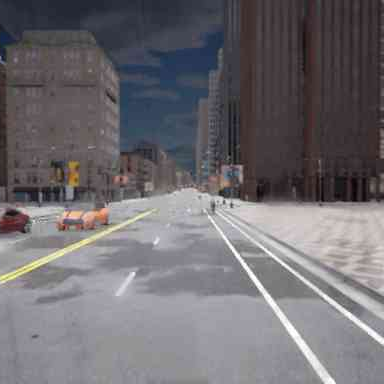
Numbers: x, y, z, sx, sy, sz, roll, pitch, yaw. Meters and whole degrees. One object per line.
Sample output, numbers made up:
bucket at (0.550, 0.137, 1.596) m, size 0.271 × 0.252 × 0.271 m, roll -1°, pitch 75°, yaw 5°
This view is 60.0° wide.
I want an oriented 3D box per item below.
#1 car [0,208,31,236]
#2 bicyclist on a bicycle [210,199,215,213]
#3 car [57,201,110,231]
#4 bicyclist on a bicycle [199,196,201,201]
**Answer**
car at (-9.851, 1.557, 16.790) m, size 1.812 × 1.442 × 4.674 m, roll 0°, pitch 0°, yaw 0°
bicyclist on a bicycle at (2.246, 1.547, 35.746) m, size 0.582 × 1.620 × 1.656 m, roll 0°, pitch 2°, yaw 0°
car at (-6.602, 1.392, 20.694) m, size 2.097 × 1.767 × 4.553 m, roll 0°, pitch 0°, yaw 0°
bicyclist on a bicycle at (2.240, 1.694, 93.818) m, size 0.659 × 1.776 × 1.843 m, roll 0°, pitch 2°, yaw 0°
